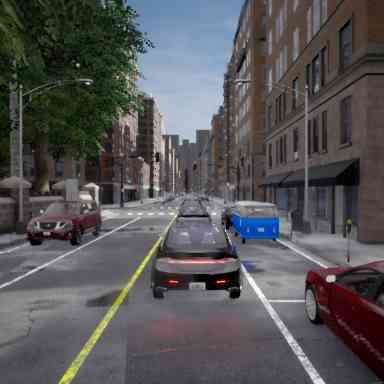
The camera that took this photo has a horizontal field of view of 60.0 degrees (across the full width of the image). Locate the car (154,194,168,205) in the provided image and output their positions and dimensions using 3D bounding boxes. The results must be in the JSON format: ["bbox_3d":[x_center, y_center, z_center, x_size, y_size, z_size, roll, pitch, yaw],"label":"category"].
[{"bbox_3d":[-5.684,1.480,59.026,1.752,1.417,4.829,0,0,0],"label":"car"}]

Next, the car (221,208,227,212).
[{"bbox_3d":[2.850,1.558,21.210,1.947,1.339,4.313,0,0,0],"label":"car"}]

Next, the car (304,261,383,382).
[{"bbox_3d":[2.853,1.544,4.228,1.887,1.381,4.507,0,0,0],"label":"car"}]

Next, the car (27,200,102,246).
[{"bbox_3d":[-5.674,1.310,15.507,2.192,1.841,5.009,0,0,0],"label":"car"}]

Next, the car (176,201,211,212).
[{"bbox_3d":[0.094,1.485,18.390,2.128,1.511,4.902,0,0,0],"label":"car"}]

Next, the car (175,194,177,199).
[{"bbox_3d":[-5.690,1.497,86.450,2.008,1.369,4.403,0,0,0],"label":"car"}]

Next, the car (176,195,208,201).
[{"bbox_3d":[-0.008,1.338,27.567,2.097,1.767,4.553,0,0,0],"label":"car"}]

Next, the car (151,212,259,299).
[{"bbox_3d":[0.098,1.490,8.450,2.128,1.511,4.902,0,0,0],"label":"car"}]

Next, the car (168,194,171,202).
[{"bbox_3d":[-5.685,1.502,64.647,2.008,1.369,4.403,0,0,0],"label":"car"}]

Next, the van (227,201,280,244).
[{"bbox_3d":[2.851,1.336,15.549,1.690,1.788,3.998,0,0,0],"label":"van"}]

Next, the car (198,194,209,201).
[{"bbox_3d":[2.837,1.387,75.586,1.967,1.590,4.097,0,0,0],"label":"car"}]

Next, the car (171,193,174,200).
[{"bbox_3d":[-5.687,1.492,75.549,1.887,1.381,4.507,0,0,0],"label":"car"}]

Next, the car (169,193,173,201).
[{"bbox_3d":[-5.686,1.494,70.098,1.887,1.381,4.507,0,0,0],"label":"car"}]
